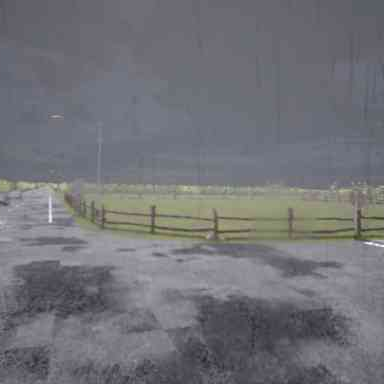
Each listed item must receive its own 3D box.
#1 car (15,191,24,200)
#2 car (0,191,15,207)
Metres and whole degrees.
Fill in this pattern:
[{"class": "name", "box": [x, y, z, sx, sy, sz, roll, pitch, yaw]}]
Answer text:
[{"class": "car", "box": [-29.579, 0.588, 56.103, 1.812, 1.442, 4.674, 1, 0, -23]}, {"class": "car", "box": [-21.875, 0.881, 37.822, 2.033, 1.411, 5.357, 1, 0, -23]}]
